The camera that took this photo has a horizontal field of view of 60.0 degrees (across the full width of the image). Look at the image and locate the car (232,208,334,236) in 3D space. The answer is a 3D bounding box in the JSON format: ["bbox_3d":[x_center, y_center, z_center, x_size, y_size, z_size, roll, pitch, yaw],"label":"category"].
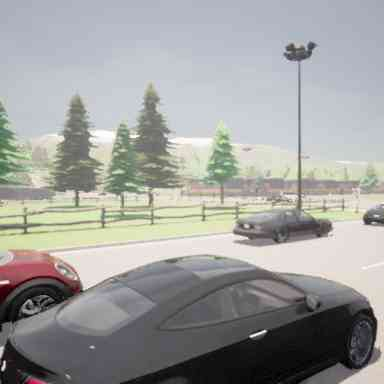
[{"bbox_3d":[4.342,1.470,15.441,5.357,1.411,2.033,0,0,-36],"label":"car"}]

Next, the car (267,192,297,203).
[{"bbox_3d":[15.541,1.212,58.736,1.837,1.490,4.892,0,1,-35],"label":"car"}]

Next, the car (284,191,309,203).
[{"bbox_3d":[18.570,0.908,60.538,2.150,2.045,5.566,0,0,-35],"label":"car"}]

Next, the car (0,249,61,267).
[{"bbox_3d":[-4.090,1.355,5.129,4.553,1.767,2.097,0,0,-36],"label":"car"}]

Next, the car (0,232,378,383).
[{"bbox_3d":[0.339,1.510,3.987,4.674,1.442,1.812,-1,0,-35],"label":"car"}]

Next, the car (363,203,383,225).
[{"bbox_3d":[12.973,1.420,21.596,4.181,1.385,1.994,0,0,-35],"label":"car"}]
